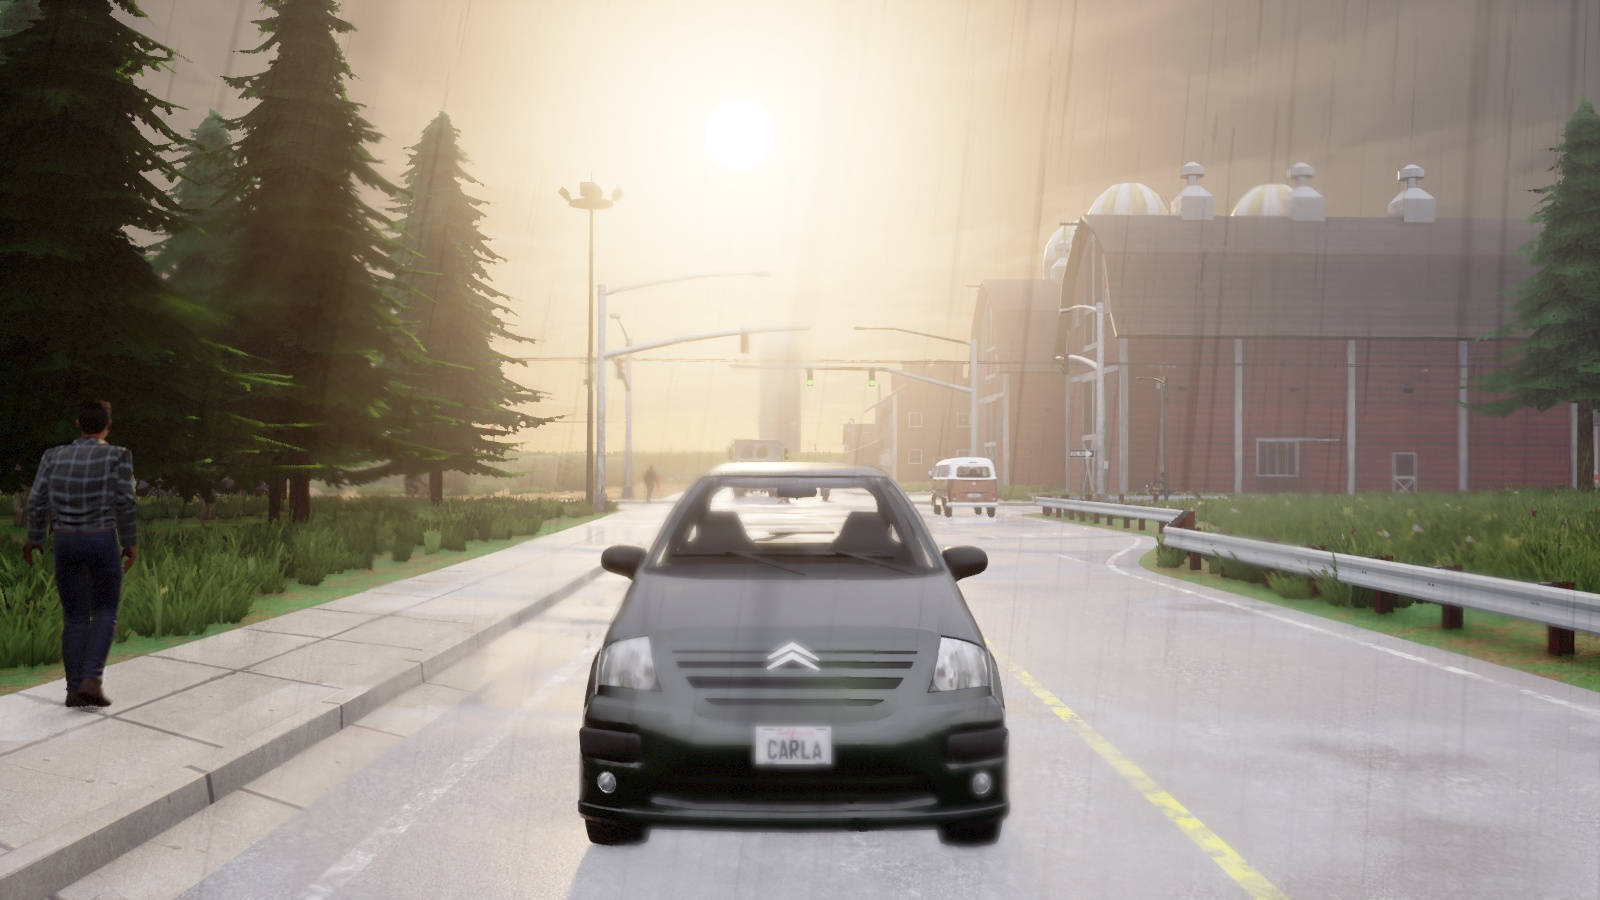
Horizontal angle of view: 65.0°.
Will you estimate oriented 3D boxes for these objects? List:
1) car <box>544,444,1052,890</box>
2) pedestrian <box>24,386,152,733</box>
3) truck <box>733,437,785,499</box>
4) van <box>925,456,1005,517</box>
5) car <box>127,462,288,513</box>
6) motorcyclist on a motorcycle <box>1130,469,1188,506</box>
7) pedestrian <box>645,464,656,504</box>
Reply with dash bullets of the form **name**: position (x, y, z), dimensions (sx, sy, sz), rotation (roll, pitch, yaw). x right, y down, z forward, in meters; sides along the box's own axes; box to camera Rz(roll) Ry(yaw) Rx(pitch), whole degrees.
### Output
- **car**: position (-0.021, 0.823, 6.581), dimensions (1.851, 1.617, 3.988), rotation (0, -1, 0)
- **pedestrian**: position (-4.228, 0.619, 7.496), dimensions (0.423, 1.949, 0.788), rotation (0, -1, -10)
- **truck**: position (-2.453, 1.075, 73.816), dimensions (2.891, 3.462, 7.936), rotation (0, -1, -2)
- **van**: position (5.770, 1.260, 44.451), dimensions (2.069, 2.038, 4.480), rotation (0, -1, -2)
- **car**: position (-24.170, 1.518, 51.378), dimensions (5.566, 2.045, 2.150), rotation (0, -1, -1)
- **motorcyclist on a motorcycle**: position (15.962, 1.663, 55.810), dimensions (2.350, 1.649, 0.766), rotation (0, -1, -1)
- **pedestrian**: position (-6.927, 1.590, 58.170), dimensions (0.353, 1.847, 0.614), rotation (0, -1, 6)
